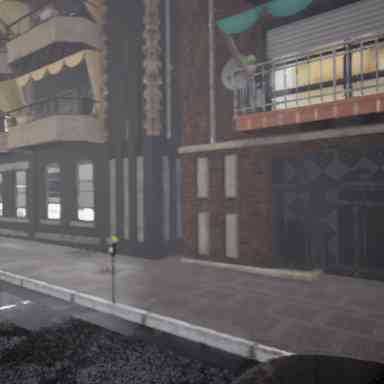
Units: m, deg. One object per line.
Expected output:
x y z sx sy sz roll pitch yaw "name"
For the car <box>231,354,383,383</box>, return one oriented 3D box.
2.039 1.551 1.435 4.403 1.369 2.008 0 -1 36 "car"
